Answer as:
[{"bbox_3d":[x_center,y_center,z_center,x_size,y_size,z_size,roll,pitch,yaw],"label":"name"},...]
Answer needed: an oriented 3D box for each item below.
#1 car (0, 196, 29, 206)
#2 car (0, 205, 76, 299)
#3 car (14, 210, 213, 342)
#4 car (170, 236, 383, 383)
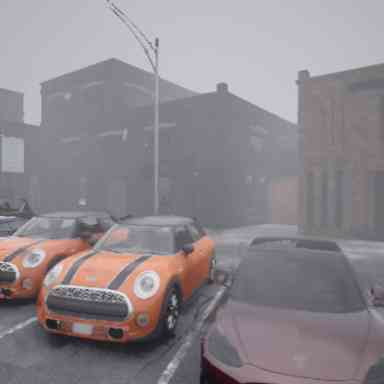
[{"bbox_3d":[-8.223,1.153,11.979,2.435,2.045,5.566,1,-1,16],"label":"car"},{"bbox_3d":[-3.344,1.314,8.532,2.185,1.767,4.553,1,0,16],"label":"car"},{"bbox_3d":[-0.905,1.332,6.784,2.185,1.767,4.553,1,0,16],"label":"car"},{"bbox_3d":[1.515,1.505,4.977,2.163,1.488,4.792,1,0,16],"label":"car"}]
